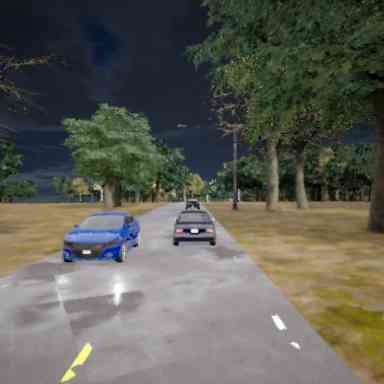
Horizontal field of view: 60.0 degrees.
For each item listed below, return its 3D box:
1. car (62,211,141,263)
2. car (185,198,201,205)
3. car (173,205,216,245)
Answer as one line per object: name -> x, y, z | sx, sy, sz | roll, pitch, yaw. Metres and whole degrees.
car -> -3.100, 1.499, 12.278 | 1.882, 1.535, 5.008 | 0, 0, 0
car -> 0.095, 1.619, 45.709 | 1.837, 1.490, 4.892 | 0, 0, 0
car -> 0.098, 1.573, 15.558 | 2.033, 1.411, 5.357 | 0, 0, 0
